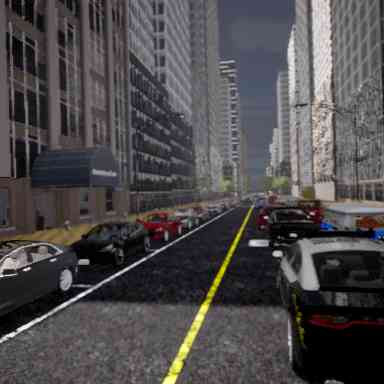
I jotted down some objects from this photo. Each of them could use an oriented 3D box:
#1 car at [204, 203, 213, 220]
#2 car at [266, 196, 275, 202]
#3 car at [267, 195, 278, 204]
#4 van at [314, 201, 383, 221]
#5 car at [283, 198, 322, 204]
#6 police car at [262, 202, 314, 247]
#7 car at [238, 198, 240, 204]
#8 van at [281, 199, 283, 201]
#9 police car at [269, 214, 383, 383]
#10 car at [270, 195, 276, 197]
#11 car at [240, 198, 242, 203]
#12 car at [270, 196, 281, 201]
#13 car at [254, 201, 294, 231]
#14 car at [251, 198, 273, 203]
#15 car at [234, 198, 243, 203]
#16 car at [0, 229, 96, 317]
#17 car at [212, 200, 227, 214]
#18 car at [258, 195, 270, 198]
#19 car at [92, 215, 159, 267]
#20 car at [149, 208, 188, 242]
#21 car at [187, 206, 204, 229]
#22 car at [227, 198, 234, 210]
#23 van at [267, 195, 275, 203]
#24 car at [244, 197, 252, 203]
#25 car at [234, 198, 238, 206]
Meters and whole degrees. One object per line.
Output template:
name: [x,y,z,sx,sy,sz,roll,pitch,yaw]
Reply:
car: [0.434,1.906,29.097,1.802,1.307,4.206,-2,-1,11]
car: [20.894,1.863,88.766,1.967,1.590,4.097,-2,-1,11]
car: [18.662,1.675,77.622,2.192,1.841,5.009,-2,-1,11]
van: [5.298,1.315,10.740,1.690,1.788,3.998,-2,-1,11]
car: [7.524,1.354,21.887,2.192,1.841,5.009,-2,-1,11]
police car: [4.428,1.479,15.458,1.930,1.638,5.238,-2,-1,11]
car: [8.224,1.989,68.112,1.967,1.590,4.097,-2,-1,11]
van: [8.639,1.413,27.460,1.690,1.788,3.998,-2,-1,11]
police car: [2.468,1.422,5.651,1.930,1.638,5.238,-2,-1,11]
car: [17.548,1.644,72.048,2.192,1.841,5.009,-2,-1,11]
car: [10.422,2.137,79.092,1.752,1.417,4.829,-2,-1,11]
car: [13.102,1.751,49.751,2.008,1.369,4.403,-2,-1,11]
car: [5.351,1.573,21.380,1.882,1.535,5.008,-2,-1,18]
car: [9.009,1.839,42.840,1.895,1.301,4.718,-2,-1,12]
car: [12.684,2.242,90.405,1.947,1.339,4.313,-2,-1,11]
car: [-4.022,1.745,6.804,2.008,1.369,4.403,-2,-1,11]
car: [2.660,1.939,40.244,2.008,1.369,4.403,-2,-1,11]
car: [11.553,1.665,55.714,2.097,1.767,4.553,-2,-1,11]
car: [-2.908,1.792,12.377,1.947,1.339,4.313,-2,-1,11]
car: [-1.795,1.804,17.951,1.887,1.381,4.507,-2,-1,11]
car: [-0.682,1.842,23.524,2.008,1.369,4.403,-2,-1,11]
car: [4.887,2.003,51.391,2.008,1.369,4.403,-2,-1,11]
van: [19.776,1.733,83.194,1.690,1.788,3.998,-2,-1,11]
car: [13.984,2.061,83.158,1.837,1.490,4.892,-2,-1,11]
car: [7.116,2.099,62.537,1.802,1.307,4.206,-2,-1,11]
